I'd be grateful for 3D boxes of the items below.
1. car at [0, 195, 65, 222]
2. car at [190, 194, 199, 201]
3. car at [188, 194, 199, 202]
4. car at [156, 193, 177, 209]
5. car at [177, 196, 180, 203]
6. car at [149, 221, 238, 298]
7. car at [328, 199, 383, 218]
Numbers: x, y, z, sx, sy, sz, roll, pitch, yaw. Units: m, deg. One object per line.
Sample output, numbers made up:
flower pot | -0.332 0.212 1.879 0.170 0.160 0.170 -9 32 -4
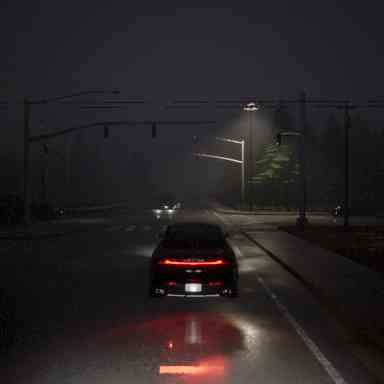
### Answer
car | -13.157 1.248 26.513 5.566 2.045 2.150 0 0 0
car | 0.671 1.297 83.258 2.097 1.767 4.553 0 0 2
car | 0.286 1.353 73.218 2.097 1.767 4.553 0 0 2
car | -3.591 1.221 45.938 2.150 2.045 5.566 0 0 0
car | -3.557 1.564 55.864 1.994 1.385 4.181 0 0 0
car | 0.049 1.501 8.525 1.837 1.490 4.892 0 0 1
car | 14.590 1.379 29.660 4.553 1.767 2.097 0 0 1
